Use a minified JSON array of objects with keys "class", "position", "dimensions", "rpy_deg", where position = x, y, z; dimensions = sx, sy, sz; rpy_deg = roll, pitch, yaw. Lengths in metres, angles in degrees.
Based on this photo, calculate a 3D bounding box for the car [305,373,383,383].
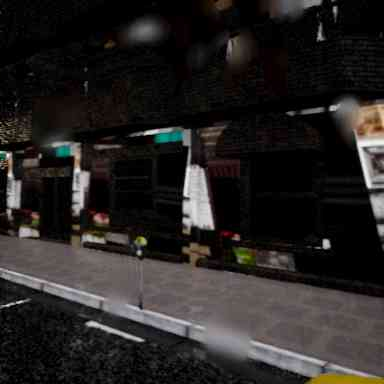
[{"class":"car","position":[2.484,1.535,1.104],"dimensions":[4.829,1.417,1.752],"rpy_deg":[0,0,36]}]
